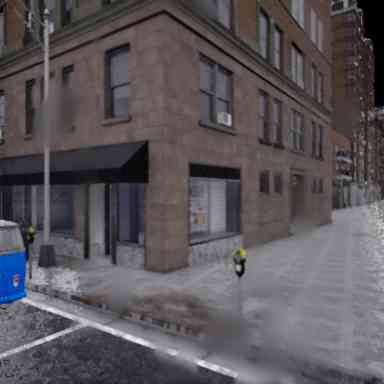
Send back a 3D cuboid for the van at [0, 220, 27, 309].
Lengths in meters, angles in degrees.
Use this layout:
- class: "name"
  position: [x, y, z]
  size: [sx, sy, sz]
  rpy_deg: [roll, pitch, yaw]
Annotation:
- class: "van"
  position: [-4.972, 1.373, 6.626]
  size: [3.998, 1.788, 1.690]
  rpy_deg: [0, 0, 36]
